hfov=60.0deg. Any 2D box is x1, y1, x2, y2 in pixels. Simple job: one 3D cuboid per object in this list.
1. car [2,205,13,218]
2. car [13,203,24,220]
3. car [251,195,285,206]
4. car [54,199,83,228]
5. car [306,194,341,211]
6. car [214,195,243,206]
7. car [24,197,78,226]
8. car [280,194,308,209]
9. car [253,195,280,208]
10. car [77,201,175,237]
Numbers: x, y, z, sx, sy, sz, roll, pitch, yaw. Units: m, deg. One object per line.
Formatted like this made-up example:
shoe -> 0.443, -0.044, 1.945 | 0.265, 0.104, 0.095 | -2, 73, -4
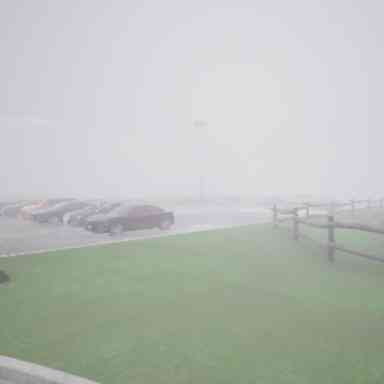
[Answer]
car -> -12.953, 1.346, 27.523 | 2.128, 1.511, 4.902 | 0, 1, 44
car -> -10.471, 1.215, 25.053 | 2.097, 1.767, 4.553 | 0, 1, 44
car -> 10.768, 1.182, 46.850 | 2.033, 1.411, 5.357 | 0, 1, 45
car -> -5.348, 1.368, 20.283 | 2.128, 1.511, 4.902 | 0, 1, 44
car -> 14.331, 1.225, 35.505 | 1.812, 1.442, 4.674 | 0, 1, 44
car -> 5.026, 1.153, 46.017 | 2.128, 1.511, 4.902 | 0, 1, 45
car -> -8.162, 1.350, 22.408 | 1.882, 1.535, 5.008 | 0, 1, 44
car -> 12.696, 1.035, 38.840 | 2.097, 1.767, 4.553 | 0, 1, 45
car -> 9.844, 1.184, 40.934 | 1.837, 1.490, 4.892 | 0, 1, 45
car -> -3.115, 1.365, 17.558 | 1.882, 1.535, 5.008 | 0, 1, 44
